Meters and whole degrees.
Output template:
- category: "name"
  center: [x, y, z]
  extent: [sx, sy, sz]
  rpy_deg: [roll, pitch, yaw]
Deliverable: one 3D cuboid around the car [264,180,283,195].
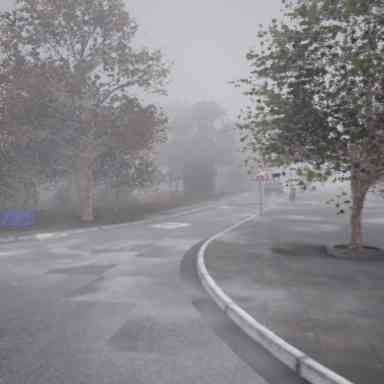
- category: "car"
  center: [11.985, -0.740, 48.846]
  extent: [2.150, 2.045, 5.566]
  rpy_deg: [-1, 2, 21]
